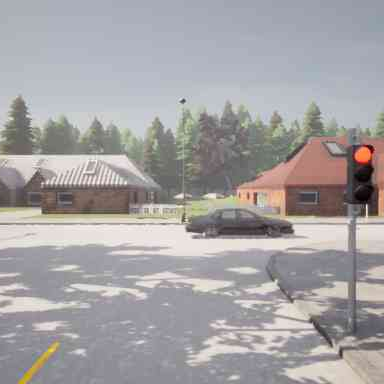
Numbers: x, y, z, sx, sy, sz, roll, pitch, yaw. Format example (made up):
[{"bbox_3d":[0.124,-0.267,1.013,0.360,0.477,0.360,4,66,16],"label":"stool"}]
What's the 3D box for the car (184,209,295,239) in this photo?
[{"bbox_3d":[2.284,1.547,16.737,5.357,1.411,2.033,0,0,0],"label":"car"}]
